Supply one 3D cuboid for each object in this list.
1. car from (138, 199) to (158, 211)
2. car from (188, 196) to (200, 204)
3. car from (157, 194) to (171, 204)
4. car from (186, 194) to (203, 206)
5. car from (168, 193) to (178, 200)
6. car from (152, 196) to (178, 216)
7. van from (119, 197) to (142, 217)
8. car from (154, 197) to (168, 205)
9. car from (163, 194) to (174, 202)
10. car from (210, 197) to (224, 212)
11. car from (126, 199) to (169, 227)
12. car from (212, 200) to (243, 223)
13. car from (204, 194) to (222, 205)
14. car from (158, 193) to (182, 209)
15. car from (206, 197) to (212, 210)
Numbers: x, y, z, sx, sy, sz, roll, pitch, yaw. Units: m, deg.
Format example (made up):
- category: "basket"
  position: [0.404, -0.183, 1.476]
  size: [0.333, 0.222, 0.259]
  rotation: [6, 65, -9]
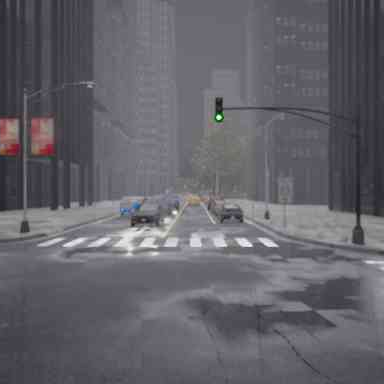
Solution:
- category: "car"
  position: [-5.529, 1.553, 42.059]
  size: [1.947, 1.339, 4.313]
  rotation: [0, 0, 0]
- category: "car"
  position: [0.376, 1.535, 63.403]
  size: [2.033, 1.411, 5.357]
  rotation: [0, 0, 0]
- category: "car"
  position: [-5.380, 1.301, 64.109]
  size: [2.192, 1.841, 5.009]
  rotation: [0, 0, 0]
- category: "car"
  position: [0.307, 1.465, 53.061]
  size: [1.882, 1.535, 5.008]
  rotation: [0, 0, 0]
- category: "car"
  position: [-5.195, 1.302, 91.671]
  size: [2.192, 1.841, 5.009]
  rotation: [0, 0, 0]
- category: "car"
  position: [-2.872, 1.481, 32.690]
  size: [2.128, 1.511, 4.902]
  rotation: [0, 0, 1]
- category: "van"
  position: [-5.602, 1.330, 31.034]
  size: [1.690, 1.788, 3.998]
  rotation: [0, 0, 0]
- category: "car"
  position: [-5.418, 1.531, 58.597]
  size: [1.887, 1.381, 4.507]
  rotation: [0, 0, 0]
- category: "car"
  position: [-5.306, 1.301, 75.134]
  size: [2.192, 1.841, 5.009]
  rotation: [0, 0, 0]
- category: "car"
  position: [2.923, 1.516, 31.149]
  size: [1.752, 1.417, 4.829]
  rotation: [0, 0, 0]
- category: "car"
  position: [-2.963, 1.468, 23.115]
  size: [1.882, 1.535, 5.008]
  rotation: [0, 0, 1]
- category: "car"
  position: [2.885, 1.542, 25.466]
  size: [2.008, 1.369, 4.403]
  rotation: [0, 0, 0]
- category: "car"
  position: [2.997, 1.304, 42.005]
  size: [2.192, 1.841, 5.009]
  rotation: [0, 0, 0]
- category: "car"
  position: [-2.759, 1.209, 43.287]
  size: [2.150, 2.045, 5.566]
  rotation: [0, 0, 0]
- category: "car"
  position: [2.959, 1.541, 36.492]
  size: [2.008, 1.369, 4.403]
  rotation: [0, 0, 0]
